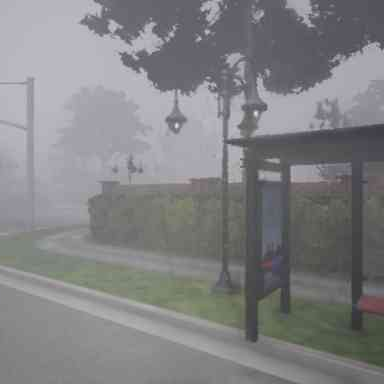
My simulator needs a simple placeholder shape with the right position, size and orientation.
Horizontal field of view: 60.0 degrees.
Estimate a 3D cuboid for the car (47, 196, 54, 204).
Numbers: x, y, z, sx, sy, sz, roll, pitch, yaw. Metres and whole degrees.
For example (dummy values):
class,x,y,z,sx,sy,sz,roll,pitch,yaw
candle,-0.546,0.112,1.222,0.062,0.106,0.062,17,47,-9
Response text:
class,x,y,z,sx,sy,sz,roll,pitch,yaw
car,-21.371,1.046,47.135,3.806,1.475,1.970,0,0,36
